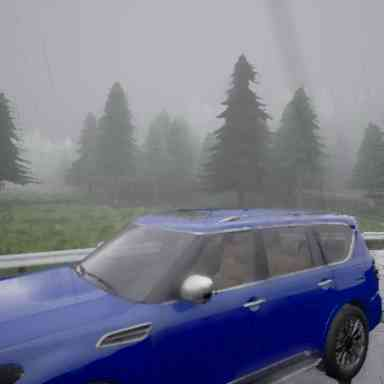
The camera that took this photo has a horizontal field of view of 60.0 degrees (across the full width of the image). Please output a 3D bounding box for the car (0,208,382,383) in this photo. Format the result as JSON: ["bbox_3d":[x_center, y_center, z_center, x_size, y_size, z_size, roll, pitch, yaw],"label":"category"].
[{"bbox_3d":[0.085,1.251,4.042,5.566,2.045,2.150,1,-1,-35],"label":"car"}]
